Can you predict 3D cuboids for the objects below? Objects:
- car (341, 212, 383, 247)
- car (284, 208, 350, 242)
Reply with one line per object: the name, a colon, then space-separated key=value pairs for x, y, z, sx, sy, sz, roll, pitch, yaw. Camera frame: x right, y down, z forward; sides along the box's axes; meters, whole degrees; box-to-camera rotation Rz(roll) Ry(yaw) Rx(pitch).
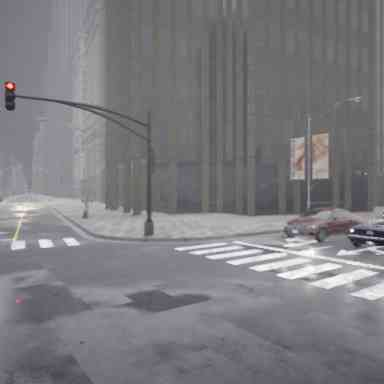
car: x=8.409 y=1.583 z=13.666 sx=4.718 sy=1.301 sz=1.895 roll=0 pitch=0 yaw=-36
car: x=6.531 y=1.508 z=16.324 sx=4.674 sy=1.442 sz=1.812 roll=0 pitch=0 yaw=-36
